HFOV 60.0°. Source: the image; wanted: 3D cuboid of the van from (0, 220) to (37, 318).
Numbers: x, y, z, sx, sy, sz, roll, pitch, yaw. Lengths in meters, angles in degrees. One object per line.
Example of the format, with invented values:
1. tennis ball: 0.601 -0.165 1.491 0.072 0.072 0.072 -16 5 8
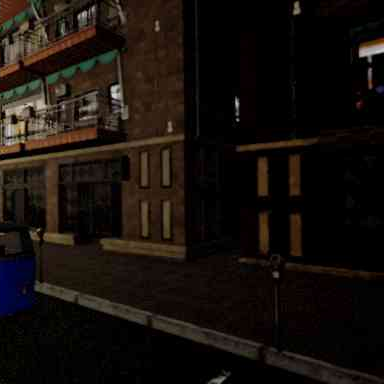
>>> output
1. van: -4.570 1.347 6.151 3.998 1.788 1.690 0 -1 36
